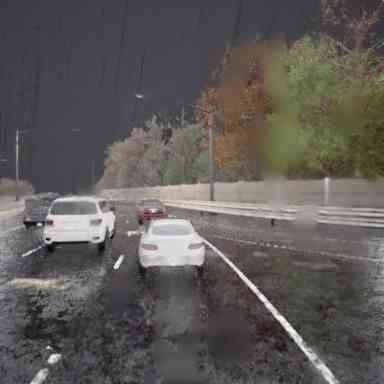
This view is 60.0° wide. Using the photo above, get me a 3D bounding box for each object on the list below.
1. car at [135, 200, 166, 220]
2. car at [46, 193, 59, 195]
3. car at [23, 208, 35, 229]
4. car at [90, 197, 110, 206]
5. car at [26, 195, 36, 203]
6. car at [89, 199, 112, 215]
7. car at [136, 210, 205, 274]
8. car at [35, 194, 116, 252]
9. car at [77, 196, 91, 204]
[{"bbox_3d":[-3.183,1.365,25.328,2.097,1.767,4.553,0,0,-13],"label":"car"},{"bbox_3d":[-29.691,1.145,70.382,2.150,2.045,5.566,0,0,-43],"label":"car"},{"bbox_3d":[-9.510,1.634,21.915,1.895,1.301,4.718,0,0,-12],"label":"car"},{"bbox_3d":[-15.517,1.548,56.014,2.128,1.511,4.902,0,0,-30],"label":"car"},{"bbox_3d":[-32.350,1.454,68.109,2.128,1.511,4.902,0,0,-43],"label":"car"},{"bbox_3d":[-9.968,1.528,36.023,2.128,1.511,4.902,0,0,-19],"label":"car"},{"bbox_3d":[-0.703,1.529,10.565,1.812,1.442,4.674,0,0,-6],"label":"car"},{"bbox_3d":[-4.553,1.238,14.171,2.150,2.045,5.566,0,0,-8],"label":"car"},{"bbox_3d":[-21.486,1.602,66.011,1.812,1.442,4.674,0,0,-30],"label":"car"}]
